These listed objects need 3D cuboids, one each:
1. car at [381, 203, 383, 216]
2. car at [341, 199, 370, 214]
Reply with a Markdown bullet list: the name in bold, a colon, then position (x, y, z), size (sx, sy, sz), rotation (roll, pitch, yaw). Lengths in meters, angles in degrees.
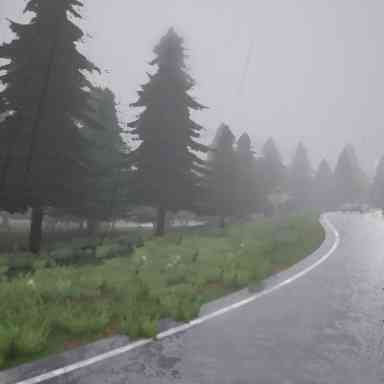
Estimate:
- **car**: position (17.082, 1.381, 27.866), size (1.837, 1.490, 4.892), rotation (1, 1, 29)
- **car**: position (16.024, 1.407, 32.593), size (1.895, 1.301, 4.718), rotation (1, 0, 37)
